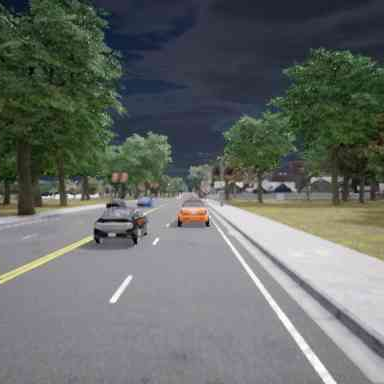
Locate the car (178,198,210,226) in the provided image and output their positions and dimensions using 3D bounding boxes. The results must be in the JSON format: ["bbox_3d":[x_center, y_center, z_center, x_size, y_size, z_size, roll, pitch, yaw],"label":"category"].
[{"bbox_3d":[0.101,1.327,23.441,2.097,1.767,4.553,0,0,0],"label":"car"}]

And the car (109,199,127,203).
[{"bbox_3d":[-9.835,1.589,43.312,1.895,1.301,4.718,0,0,0],"label":"car"}]

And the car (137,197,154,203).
[{"bbox_3d":[-6.571,1.473,47.129,1.882,1.535,5.008,0,0,0],"label":"car"}]

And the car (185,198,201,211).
[{"bbox_3d":[0.100,1.491,41.863,1.837,1.490,4.892,0,0,0],"label":"car"}]

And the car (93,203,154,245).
[{"bbox_3d":[-3.150,1.472,15.499,2.128,1.511,4.902,0,0,0],"label":"car"}]
